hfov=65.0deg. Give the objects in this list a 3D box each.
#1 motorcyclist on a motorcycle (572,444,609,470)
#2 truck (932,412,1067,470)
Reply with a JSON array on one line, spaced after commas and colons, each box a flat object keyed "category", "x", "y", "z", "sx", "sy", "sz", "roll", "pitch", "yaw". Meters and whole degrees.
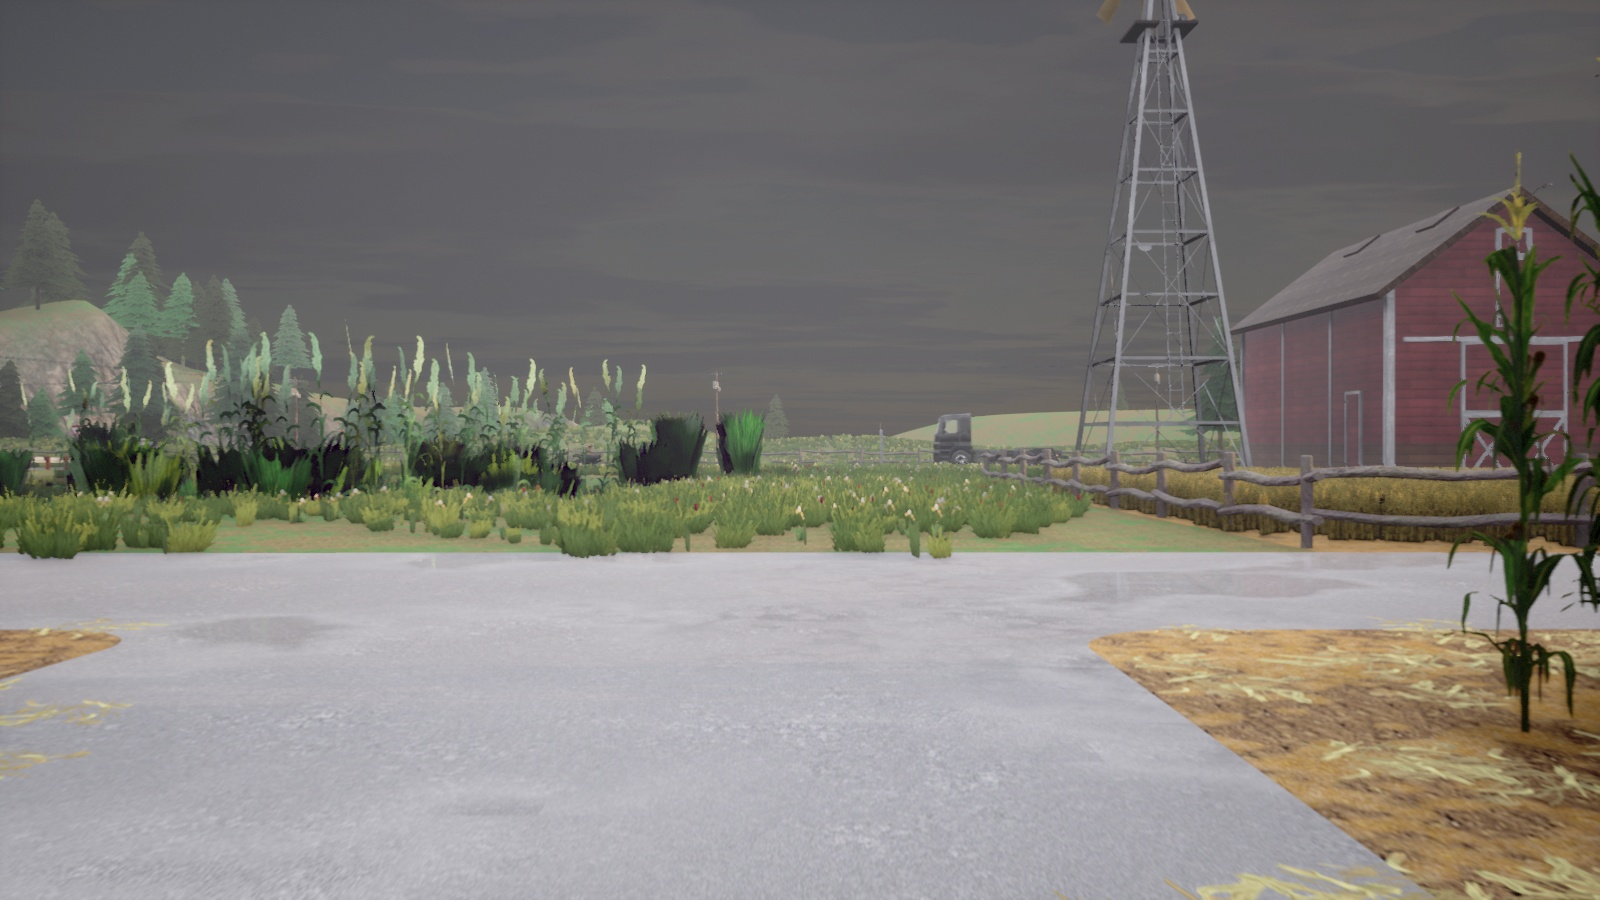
[{"category": "motorcyclist on a motorcycle", "x": -12.553, "y": 0.412, "z": 75.210, "sx": 2.044, "sy": 1.523, "sz": 0.797, "roll": 0, "pitch": 0, "yaw": 6}, {"category": "truck", "x": 11.960, "y": -0.535, "z": 75.946, "sx": 7.936, "sy": 3.462, "sz": 2.891, "roll": 0, "pitch": 0, "yaw": 6}]
